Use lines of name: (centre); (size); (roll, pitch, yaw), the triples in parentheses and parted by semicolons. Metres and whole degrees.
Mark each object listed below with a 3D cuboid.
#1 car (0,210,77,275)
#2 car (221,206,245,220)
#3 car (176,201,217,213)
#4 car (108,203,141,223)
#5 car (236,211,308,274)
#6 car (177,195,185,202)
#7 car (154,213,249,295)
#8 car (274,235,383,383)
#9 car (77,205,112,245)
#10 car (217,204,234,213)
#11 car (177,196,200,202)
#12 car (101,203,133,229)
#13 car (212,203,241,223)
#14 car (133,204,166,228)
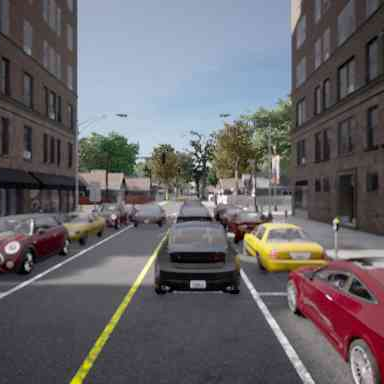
car: (-5.366, 1.453, 10.299); (1.967, 1.590, 4.097); (0, 0, 0)
car: (2.672, 1.567, 15.801); (1.887, 1.381, 4.507); (0, 0, 0)
car: (0.142, 1.504, 18.290); (1.882, 1.535, 5.008); (0, 0, 0)
car: (-5.327, 1.622, 26.855); (1.802, 1.307, 4.206); (0, 0, 0)
car: (2.659, 1.539, 10.453); (1.752, 1.417, 4.829); (0, 0, 0)
car: (-2.874, 1.666, 86.470); (1.882, 1.535, 5.008); (0, 0, 0)
car: (0.121, 1.516, 8.739); (1.837, 1.490, 4.892); (0, 0, 0)
car: (2.646, 1.587, 4.764); (1.802, 1.307, 4.206); (0, 0, 0)
car: (-5.353, 1.547, 15.647); (1.752, 1.417, 4.829); (0, 0, 0)
car: (2.685, 1.613, 21.319); (1.802, 1.307, 4.206); (0, 0, 0)
car: (0.063, 1.393, 27.345); (2.097, 1.767, 4.553); (0, 0, 0)
car: (-5.340, 1.471, 21.336); (1.967, 1.590, 4.097); (0, 0, 0)
car: (2.699, 1.606, 26.837); (1.947, 1.339, 4.313); (0, 0, 0)
car: (-2.769, 1.559, 22.784); (1.812, 1.442, 4.674); (0, 0, 0)
